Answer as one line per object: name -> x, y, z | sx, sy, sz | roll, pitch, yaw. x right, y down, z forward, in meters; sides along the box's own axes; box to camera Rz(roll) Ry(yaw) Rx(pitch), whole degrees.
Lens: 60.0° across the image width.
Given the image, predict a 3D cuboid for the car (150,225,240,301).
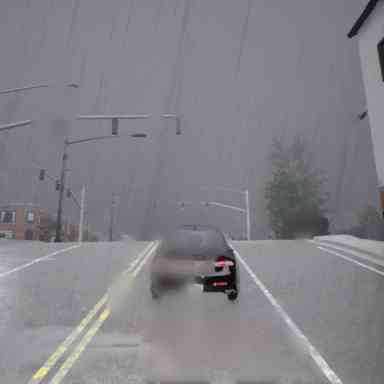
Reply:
car -> 0.073, 1.596, 8.589 | 2.128, 1.511, 4.902 | 0, -1, 0
